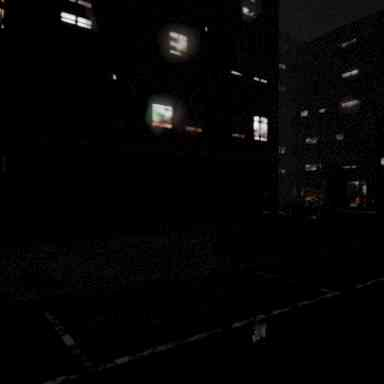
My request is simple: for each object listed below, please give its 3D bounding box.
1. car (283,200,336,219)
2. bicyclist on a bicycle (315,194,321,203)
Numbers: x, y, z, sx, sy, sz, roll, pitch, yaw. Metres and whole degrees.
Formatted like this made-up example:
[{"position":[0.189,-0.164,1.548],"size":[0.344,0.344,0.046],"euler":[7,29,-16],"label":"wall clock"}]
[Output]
[{"position":[9.352,1.347,26.423],"size":[2.008,1.369,4.403],"euler":[1,0,-36],"label":"car"},{"position":[14.593,1.019,38.446],"size":[1.656,1.620,0.582],"euler":[0,1,-36],"label":"bicyclist on a bicycle"}]
